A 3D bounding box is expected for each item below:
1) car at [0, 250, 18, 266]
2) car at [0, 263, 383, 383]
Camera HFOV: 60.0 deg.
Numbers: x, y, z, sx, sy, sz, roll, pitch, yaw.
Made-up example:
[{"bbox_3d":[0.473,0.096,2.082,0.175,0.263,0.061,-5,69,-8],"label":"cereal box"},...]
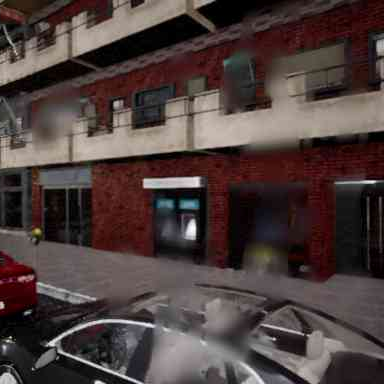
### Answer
[{"bbox_3d":[-4.717,1.581,6.244,4.507,1.381,1.887,0,0,36],"label":"car"},{"bbox_3d":[-0.135,1.559,2.974,4.403,1.369,2.008,0,0,36],"label":"car"}]
